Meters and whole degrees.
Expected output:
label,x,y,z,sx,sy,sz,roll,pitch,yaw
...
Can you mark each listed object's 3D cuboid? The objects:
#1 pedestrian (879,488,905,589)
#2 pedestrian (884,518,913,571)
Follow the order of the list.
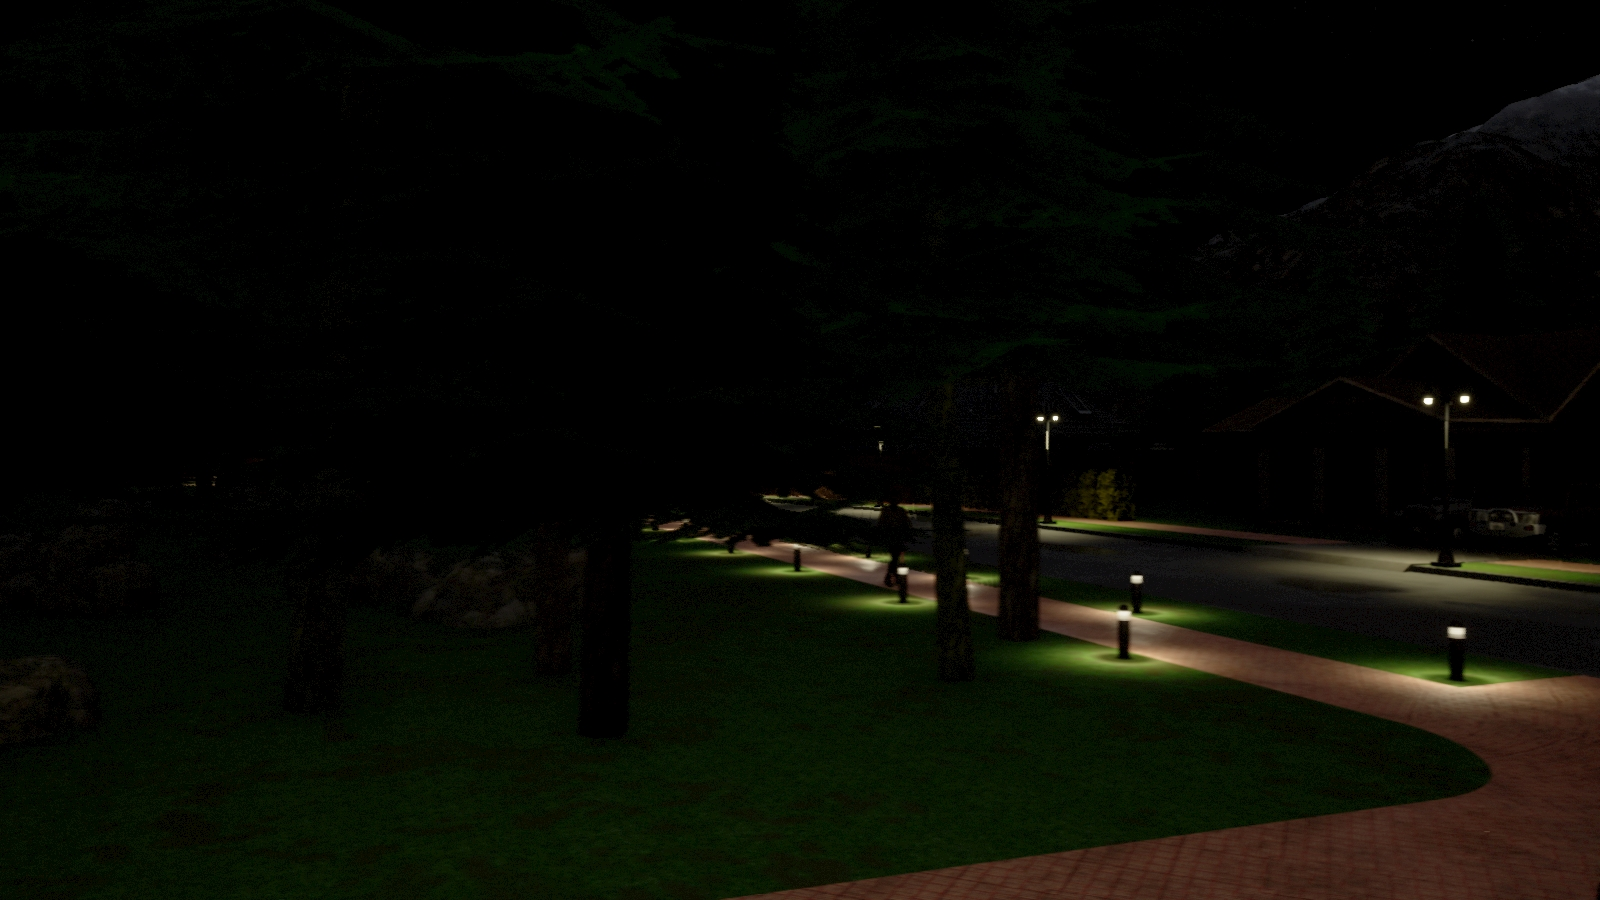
label,x,y,z,sx,sy,sz,roll,pitch,yaw
pedestrian,1.742,1.662,21.597,0.375,1.860,0.375,0,0,-19
pedestrian,2.141,2.044,24.862,0.500,1.100,0.500,0,0,-16
